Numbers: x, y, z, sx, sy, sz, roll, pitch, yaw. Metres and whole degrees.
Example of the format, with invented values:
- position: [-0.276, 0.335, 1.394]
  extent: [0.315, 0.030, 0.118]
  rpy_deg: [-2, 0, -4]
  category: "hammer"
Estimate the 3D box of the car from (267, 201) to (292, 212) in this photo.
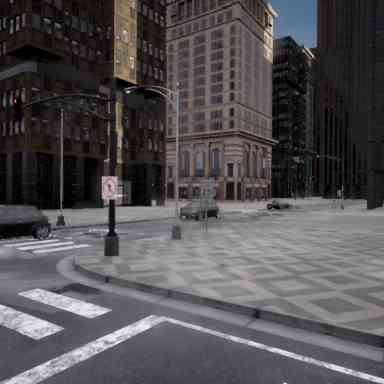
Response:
- position: [11.619, 1.844, 44.180]
  extent: [1.895, 1.301, 4.718]
  rpy_deg: [1, 0, 36]
  category: "car"

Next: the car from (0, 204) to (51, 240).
- position: [-8.930, 1.368, 15.162]
  extent: [2.097, 1.767, 4.553]
  rpy_deg: [0, -1, 35]
  category: "car"

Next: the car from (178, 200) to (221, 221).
- position: [0.617, 1.489, 28.672]
  extent: [2.097, 1.767, 4.553]
  rpy_deg: [1, 0, 34]
  category: "car"
